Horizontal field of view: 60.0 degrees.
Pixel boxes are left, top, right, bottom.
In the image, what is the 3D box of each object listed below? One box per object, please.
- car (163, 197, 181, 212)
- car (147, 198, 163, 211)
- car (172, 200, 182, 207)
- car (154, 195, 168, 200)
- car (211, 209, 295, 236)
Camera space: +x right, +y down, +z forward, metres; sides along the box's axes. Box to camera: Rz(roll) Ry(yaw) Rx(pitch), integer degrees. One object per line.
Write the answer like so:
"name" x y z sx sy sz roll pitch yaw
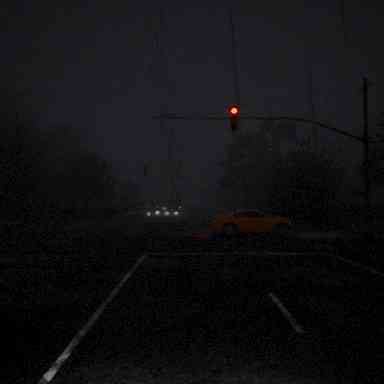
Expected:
"car" -3.532 2.462 61.176 2.150 2.045 5.566 0 0 1
"car" -7.034 2.594 61.253 2.097 1.767 4.553 0 0 0
"car" -3.486 2.559 76.912 2.033 1.411 5.357 0 1 0
"car" -6.986 2.250 76.581 2.150 2.045 5.566 0 1 0
"car" 3.646 1.788 20.079 5.008 1.535 1.882 0 -2 1
